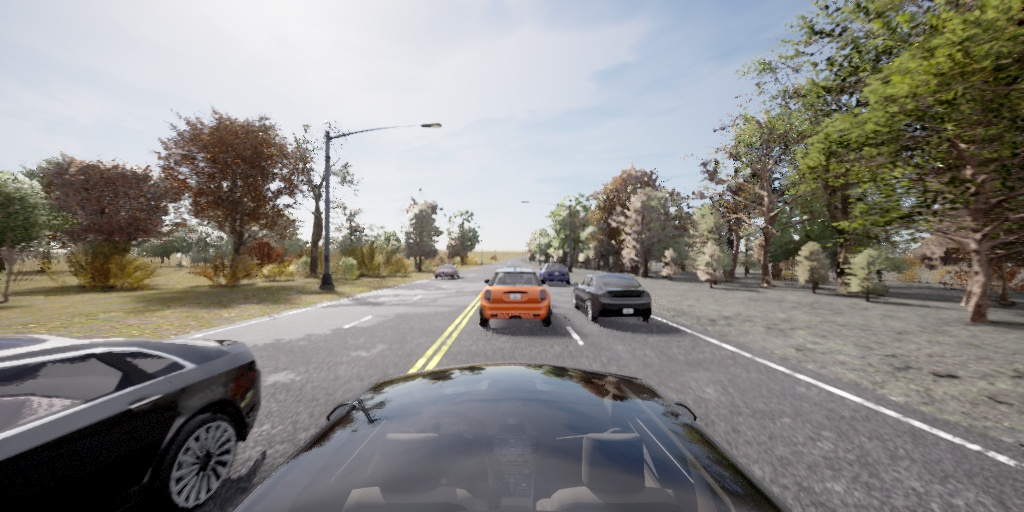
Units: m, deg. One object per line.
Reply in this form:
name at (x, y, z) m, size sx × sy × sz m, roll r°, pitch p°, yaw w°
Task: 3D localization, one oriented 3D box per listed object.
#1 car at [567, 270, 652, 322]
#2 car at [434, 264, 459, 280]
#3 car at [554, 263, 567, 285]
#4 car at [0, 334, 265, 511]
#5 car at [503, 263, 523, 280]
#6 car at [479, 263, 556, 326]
car at (3.346, 1.346, 12.747) m, size 1.837 × 1.490 × 4.892 m, roll -1°, pitch 0°, yaw 0°
car at (-6.524, 1.582, 36.266) m, size 1.812 × 1.442 × 4.674 m, roll 0°, pitch -1°, yaw 1°
car at (3.356, 1.339, 29.107) m, size 2.097 × 1.767 × 4.553 m, roll -1°, pitch 0°, yaw 0°
car at (-3.351, 1.239, 1.484) m, size 2.128 × 1.511 × 4.902 m, roll 0°, pitch -1°, yaw 0°
car at (0.117, 1.538, 36.679) m, size 1.882 × 1.535 × 5.008 m, roll 0°, pitch 0°, yaw 0°
car at (0.100, 1.195, 12.276) m, size 2.097 × 1.767 × 4.553 m, roll 0°, pitch -1°, yaw 0°
